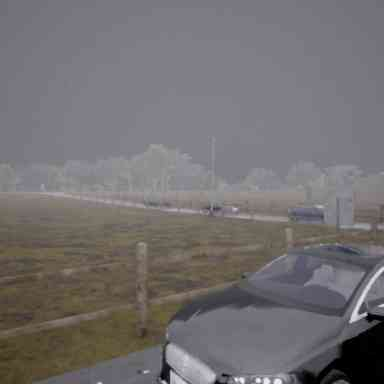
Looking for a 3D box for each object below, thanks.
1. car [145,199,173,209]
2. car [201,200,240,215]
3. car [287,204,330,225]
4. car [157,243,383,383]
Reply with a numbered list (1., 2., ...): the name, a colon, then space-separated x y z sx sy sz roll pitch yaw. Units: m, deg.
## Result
1. car: -4.492 1.566 44.864 1.895 1.301 4.718 2 0 -35
2. car: 2.922 1.595 34.522 2.128 1.511 4.902 2 -1 -35
3. car: 9.442 1.640 25.371 1.812 1.442 4.674 2 -1 -34
4. car: 1.905 1.513 4.403 4.902 1.511 2.128 0 0 -35
